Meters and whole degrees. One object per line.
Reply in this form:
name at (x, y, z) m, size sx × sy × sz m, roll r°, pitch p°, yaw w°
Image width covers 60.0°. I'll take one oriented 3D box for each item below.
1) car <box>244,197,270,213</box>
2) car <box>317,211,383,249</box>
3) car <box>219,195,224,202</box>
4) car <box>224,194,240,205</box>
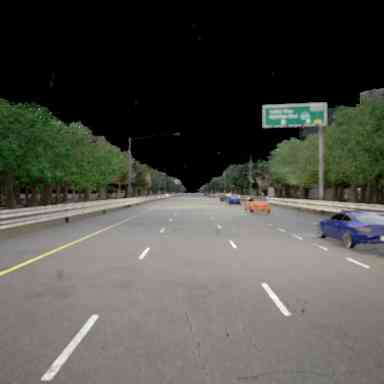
car at (7.058, 1.341, 36.335) m, size 2.097 × 1.767 × 4.553 m, roll 0°, pitch 0°, yaw 0°
car at (7.010, 1.534, 14.389) m, size 1.812 × 1.442 × 4.674 m, roll 0°, pitch 0°, yaw 0°
car at (7.144, 1.474, 74.889) m, size 1.837 × 1.490 × 4.892 m, roll 0°, pitch 0°, yaw 0°
car at (7.104, 1.475, 57.165) m, size 1.882 × 1.535 × 5.008 m, roll 0°, pitch 0°, yaw 0°
